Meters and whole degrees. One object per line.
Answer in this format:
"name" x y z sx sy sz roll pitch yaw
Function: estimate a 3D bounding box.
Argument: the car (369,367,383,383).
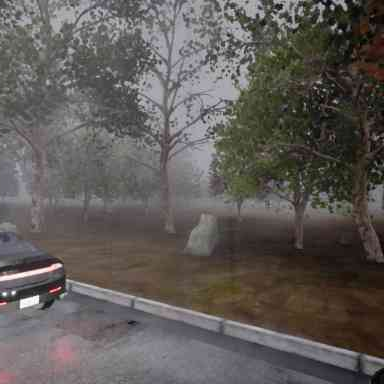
"car" 3.227 1.490 1.075 4.902 1.511 2.128 0 0 36

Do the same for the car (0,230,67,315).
"car" -4.503 1.501 6.593 4.902 1.511 2.128 0 0 36
